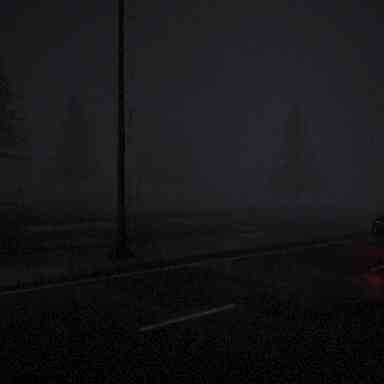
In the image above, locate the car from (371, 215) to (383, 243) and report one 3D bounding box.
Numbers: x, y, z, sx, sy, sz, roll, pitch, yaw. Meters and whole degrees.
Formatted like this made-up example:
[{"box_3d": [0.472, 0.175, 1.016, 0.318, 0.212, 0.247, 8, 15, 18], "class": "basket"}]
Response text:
[{"box_3d": [9.979, 1.488, 14.892, 4.902, 1.511, 2.128, 0, 0, -35], "class": "car"}]
